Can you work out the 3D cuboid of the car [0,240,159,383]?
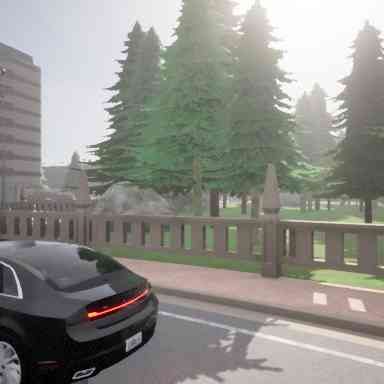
[{"bbox_3d":[-2.819,1.505,5.051,4.892,1.490,1.837,0,0,28],"label":"car"}]

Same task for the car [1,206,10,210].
[{"bbox_3d":[-23.202,1.602,37.255,2.033,1.411,5.357,0,0,21],"label":"car"}]

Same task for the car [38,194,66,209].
[{"bbox_3d":[-19.258,1.276,47.203,2.150,2.045,5.566,0,0,22],"label":"car"}]
